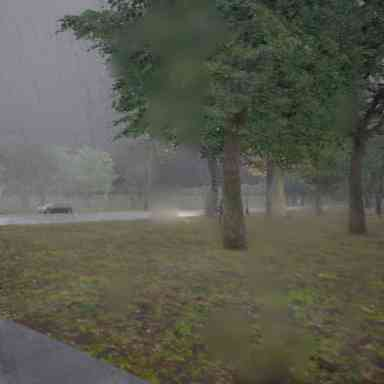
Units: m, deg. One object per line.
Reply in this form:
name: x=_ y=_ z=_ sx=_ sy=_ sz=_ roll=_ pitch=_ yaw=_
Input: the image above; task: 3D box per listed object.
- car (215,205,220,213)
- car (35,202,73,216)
car: x=4.741 y=3.326 z=64.341 sx=1.812 sy=1.442 sz=4.674 roll=1 pitch=-1 yaw=32
car: x=-18.194 y=2.126 z=43.997 sx=2.097 sy=1.767 sz=4.553 roll=1 pitch=-1 yaw=36
